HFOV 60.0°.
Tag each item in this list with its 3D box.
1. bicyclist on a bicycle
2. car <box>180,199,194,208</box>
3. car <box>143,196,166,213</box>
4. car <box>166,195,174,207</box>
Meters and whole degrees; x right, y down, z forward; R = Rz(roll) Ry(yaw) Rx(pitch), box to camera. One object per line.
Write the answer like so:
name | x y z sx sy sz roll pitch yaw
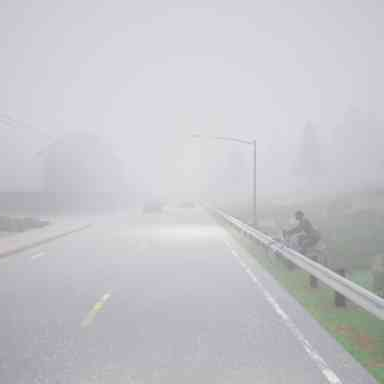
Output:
bicyclist on a bicycle | 2.921 1.350 9.059 1.656 1.620 0.582 12 4 13
car | -0.691 1.600 47.898 1.895 1.301 4.718 0 0 -1
car | -4.197 1.477 36.423 1.882 1.535 5.008 0 0 -1
car | -4.457 1.491 52.381 2.128 1.511 4.902 0 0 -1
